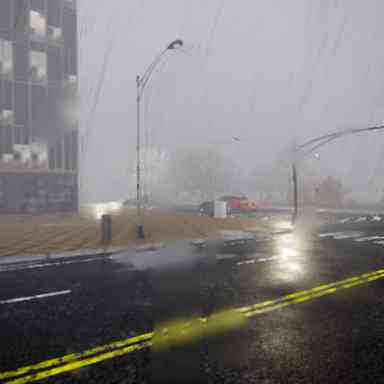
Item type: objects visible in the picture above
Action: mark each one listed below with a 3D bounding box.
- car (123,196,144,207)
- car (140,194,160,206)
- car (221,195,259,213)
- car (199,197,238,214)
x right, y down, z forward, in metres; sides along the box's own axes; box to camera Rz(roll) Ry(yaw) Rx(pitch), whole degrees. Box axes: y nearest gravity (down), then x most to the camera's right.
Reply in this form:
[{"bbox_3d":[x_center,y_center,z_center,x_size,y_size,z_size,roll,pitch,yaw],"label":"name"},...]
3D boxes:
[{"bbox_3d":[-10.589,1.807,58.488,1.994,1.385,4.181,-1,0,-33],"label":"car"},{"bbox_3d":[-7.752,1.432,60.089,2.150,2.045,5.566,-1,0,-32],"label":"car"},{"bbox_3d":[5.423,1.404,39.653,2.150,2.045,5.566,-1,0,-33],"label":"car"},{"bbox_3d":[2.648,1.721,37.966,1.837,1.490,4.892,-1,0,-33],"label":"car"}]
